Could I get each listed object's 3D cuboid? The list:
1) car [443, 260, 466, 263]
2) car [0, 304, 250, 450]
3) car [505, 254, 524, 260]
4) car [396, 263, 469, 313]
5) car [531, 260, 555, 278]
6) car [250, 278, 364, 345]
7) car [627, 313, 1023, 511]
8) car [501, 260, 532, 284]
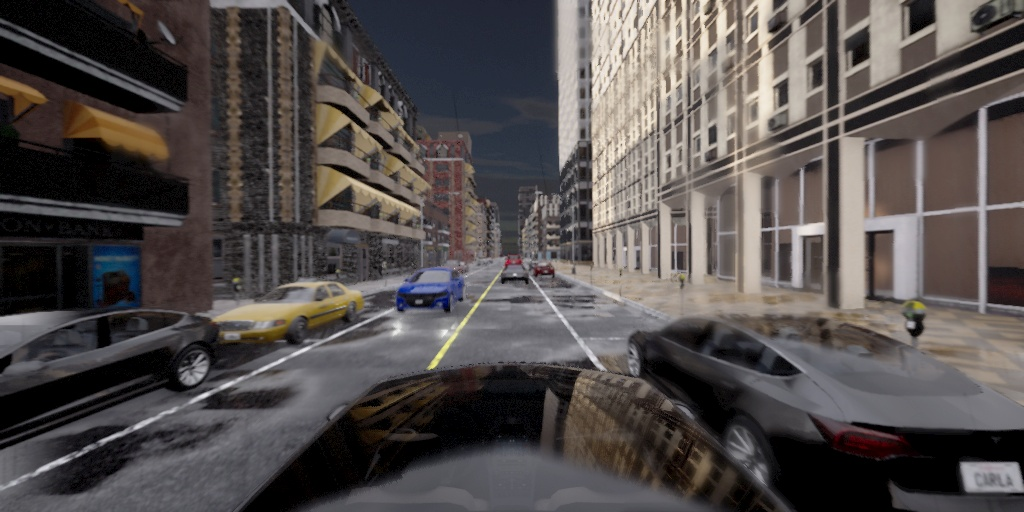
[{"bbox_3d":[-5.533,1.125,32.392,1.967,1.591,4.097,0,0,0],"label":"car"},{"bbox_3d":[-5.638,1.352,4.150,1.948,1.339,4.313,0,0,0],"label":"car"},{"bbox_3d":[0.274,0.817,44.721,2.150,2.045,5.566,0,0,1],"label":"car"},{"bbox_3d":[-3.011,1.206,14.137,1.882,1.535,5.008,0,0,0],"label":"car"},{"bbox_3d":[2.847,1.162,32.361,1.888,1.381,4.507,0,0,0],"label":"car"},{"bbox_3d":[-5.617,1.291,9.629,1.751,1.417,4.829,0,0,0],"label":"car"},{"bbox_3d":[2.743,1.285,4.120,1.948,1.339,4.313,0,0,0],"label":"car"},{"bbox_3d":[0.220,1.223,26.477,1.994,1.385,4.181,0,0,0],"label":"car"}]
